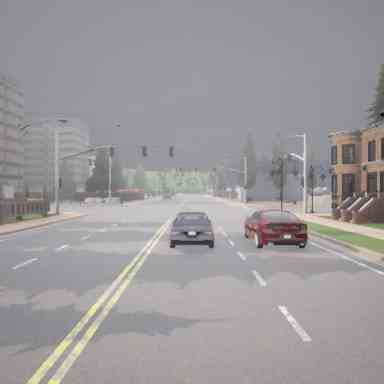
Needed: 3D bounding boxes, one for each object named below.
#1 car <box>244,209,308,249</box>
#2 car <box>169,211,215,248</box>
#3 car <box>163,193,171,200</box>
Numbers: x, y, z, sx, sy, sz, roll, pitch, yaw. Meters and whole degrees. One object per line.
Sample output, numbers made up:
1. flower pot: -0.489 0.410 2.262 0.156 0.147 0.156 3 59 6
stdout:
1. car: 3.500 1.484 14.650 1.882 1.535 5.008 0 0 0
2. car: 0.000 1.562 14.650 2.033 1.411 5.357 0 0 0
3. car: -7.000 1.218 93.815 2.150 2.045 5.566 0 0 0
